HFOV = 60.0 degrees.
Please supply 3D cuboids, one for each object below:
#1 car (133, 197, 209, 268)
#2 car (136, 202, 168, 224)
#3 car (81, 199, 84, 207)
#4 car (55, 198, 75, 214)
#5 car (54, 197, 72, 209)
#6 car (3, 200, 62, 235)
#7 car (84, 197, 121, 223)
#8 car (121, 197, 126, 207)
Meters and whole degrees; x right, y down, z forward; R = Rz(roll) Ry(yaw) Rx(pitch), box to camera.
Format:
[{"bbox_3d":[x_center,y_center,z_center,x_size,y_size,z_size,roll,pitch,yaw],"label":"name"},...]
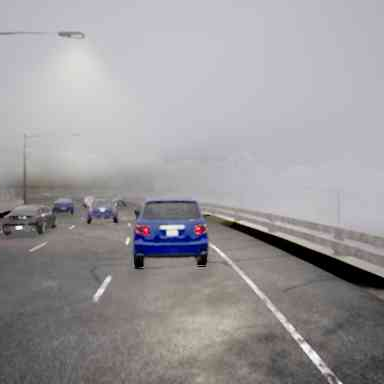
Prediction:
[{"bbox_3d":[-0.790,1.174,11.391,2.150,2.045,5.566,0,0,-6],"label":"car"},{"bbox_3d":[-3.164,1.507,25.398,1.895,1.301,4.718,0,0,-14],"label":"car"},{"bbox_3d":[-14.223,1.385,46.326,1.812,1.442,4.674,0,0,-25],"label":"car"},{"bbox_3d":[-13.020,1.384,33.955,1.882,1.535,5.008,0,0,-19],"label":"car"},{"bbox_3d":[-17.547,1.440,45.149,1.994,1.385,4.181,0,0,-25],"label":"car"},{"bbox_3d":[-8.845,1.461,18.548,1.837,1.490,4.892,0,1,-11],"label":"car"},{"bbox_3d":[-6.683,1.271,25.091,2.097,1.767,4.553,0,0,-14],"label":"car"},{"bbox_3d":[-10.539,1.370,46.691,1.812,1.442,4.674,0,0,-24],"label":"car"}]
